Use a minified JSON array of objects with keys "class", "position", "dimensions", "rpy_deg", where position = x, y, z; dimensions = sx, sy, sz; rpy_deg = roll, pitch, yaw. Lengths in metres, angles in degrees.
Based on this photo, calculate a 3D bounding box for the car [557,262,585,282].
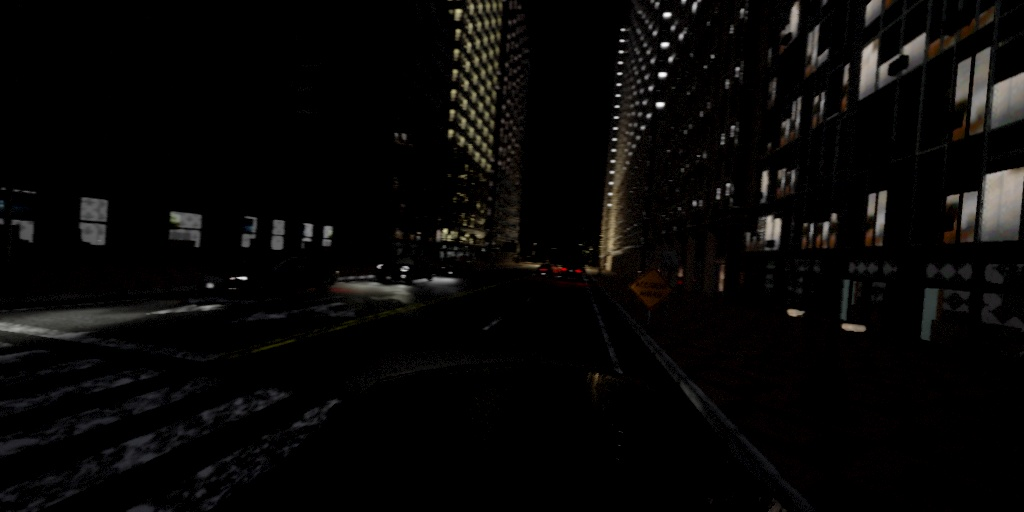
[{"class":"car","position":[6.542,1.671,39.240],"dimensions":[2.150,2.045,5.566],"rpy_deg":[4,0,11]}]

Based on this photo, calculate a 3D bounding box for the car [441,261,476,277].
[{"class":"car","position":[-4.773,1.149,32.502],"dimensions":[1.895,1.301,4.718],"rpy_deg":[4,0,11]}]

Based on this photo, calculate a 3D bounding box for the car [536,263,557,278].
[{"class":"car","position":[4.072,1.788,43.475],"dimensions":[1.837,1.490,4.892],"rpy_deg":[4,0,11]}]

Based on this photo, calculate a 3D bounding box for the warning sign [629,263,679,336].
[{"class":"warning sign","position":[3.946,1.217,10.428],"dimensions":[1.300,1.860,1.060],"rpy_deg":[0,0,11]}]

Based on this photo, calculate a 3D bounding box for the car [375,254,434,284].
[{"class":"car","position":[-6.602,0.707,22.645],"dimensions":[2.097,1.767,4.553],"rpy_deg":[4,0,11]}]

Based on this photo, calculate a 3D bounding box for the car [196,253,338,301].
[{"class":"car","position":[-8.424,0.656,12.959],"dimensions":[2.128,1.511,4.902],"rpy_deg":[4,0,11]}]
